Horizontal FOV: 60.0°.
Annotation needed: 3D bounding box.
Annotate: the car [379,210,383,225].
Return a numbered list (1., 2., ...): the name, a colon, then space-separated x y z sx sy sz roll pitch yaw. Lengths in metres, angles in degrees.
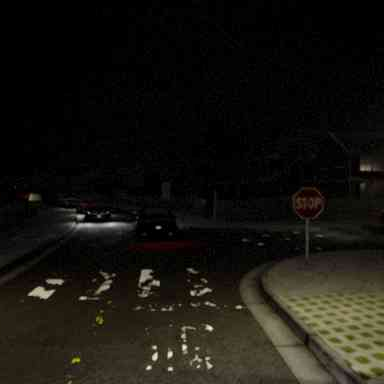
1. car: 12.479 1.006 16.708 5.566 2.045 2.150 -1 0 -4

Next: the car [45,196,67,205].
1. car: -25.416 1.547 61.999 2.033 1.411 5.357 0 0 -43

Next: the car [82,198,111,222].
1. car: -7.548 1.501 26.450 1.812 1.442 4.674 0 0 -19

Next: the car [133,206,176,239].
1. car: -2.040 1.459 17.446 1.882 1.535 5.008 0 0 -12

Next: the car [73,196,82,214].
1. car: -11.238 1.449 35.760 1.882 1.535 5.008 0 0 -26

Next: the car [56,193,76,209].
1. car: -17.325 1.202 46.772 2.150 2.045 5.566 0 0 -33
